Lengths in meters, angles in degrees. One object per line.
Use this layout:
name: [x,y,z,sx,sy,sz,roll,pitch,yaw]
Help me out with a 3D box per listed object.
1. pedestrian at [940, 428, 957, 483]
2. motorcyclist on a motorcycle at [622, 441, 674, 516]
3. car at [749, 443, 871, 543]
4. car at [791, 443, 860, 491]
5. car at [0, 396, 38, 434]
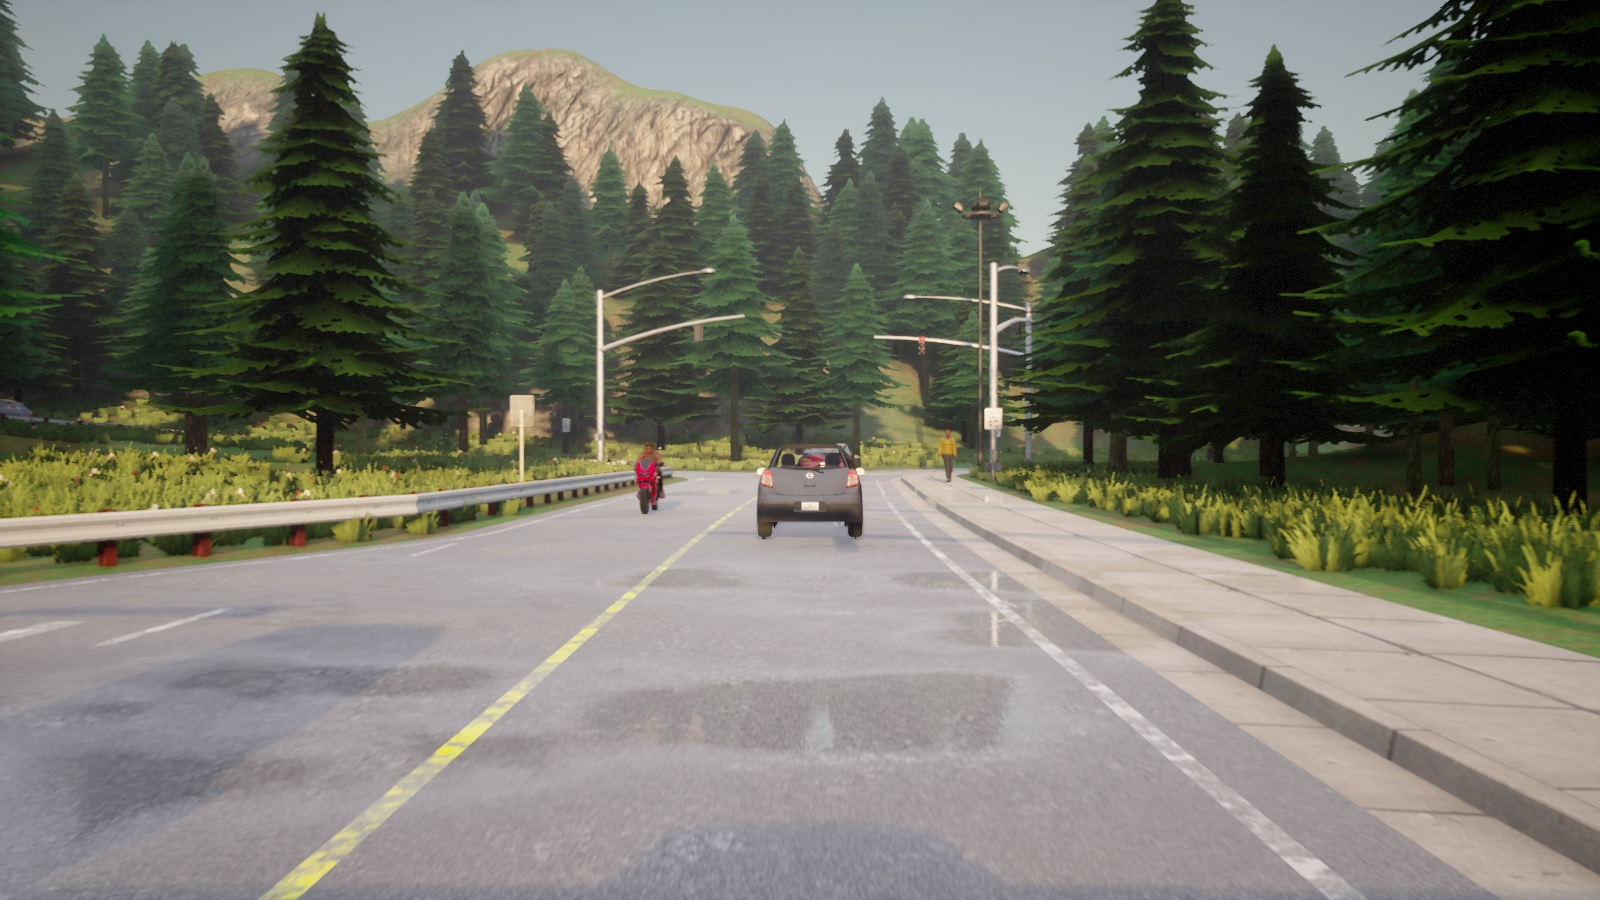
pedestrian: [4.946,0.177,41.805,0.431,1.840,0.709,0,0,-4]
motorcyclist on a motorcycle: [-3.196,0.577,26.514,0.797,1.523,2.044,0,0,2]
car: [0.176,0.643,20.864,1.845,1.501,3.633,0,0,1]
car: [0.909,0.513,41.584,2.163,1.488,4.792,0,0,3]
car: [-39.933,-1.827,60.688,4.856,1.649,2.033,6,-4,-43]
